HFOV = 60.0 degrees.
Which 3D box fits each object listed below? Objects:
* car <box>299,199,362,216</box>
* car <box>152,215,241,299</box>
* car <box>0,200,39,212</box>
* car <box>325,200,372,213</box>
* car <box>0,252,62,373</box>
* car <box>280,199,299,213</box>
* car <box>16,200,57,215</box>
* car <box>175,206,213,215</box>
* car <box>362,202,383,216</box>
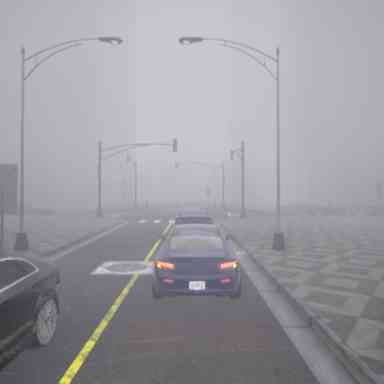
[{"bbox_3d":[12.311,1.529,29.791,4.403,1.369,2.008,0,-1,0],"label":"car"},{"bbox_3d":[0.097,1.524,8.321,1.812,1.442,4.674,0,0,0],"label":"car"},{"bbox_3d":[-20.184,1.561,38.185,4.403,1.369,2.008,0,-1,0],"label":"car"},{"bbox_3d":[17.977,1.675,38.338,4.403,1.369,2.008,0,-1,0],"label":"car"},{"bbox_3d":[-3.001,1.490,3.452,2.128,1.511,4.902,0,0,0],"label":"car"},{"bbox_3d":[12.307,1.544,38.317,4.097,1.590,1.967,0,-1,0],"label":"car"},{"bbox_3d":[-14.609,1.423,29.684,4.829,1.417,1.752,0,-1,0],"label":"car"},{"bbox_3d":[0.088,1.474,17.659,1.882,1.535,5.008,0,0,0],"label":"car"},{"bbox_3d":[17.982,1.565,29.814,4.313,1.339,1.947,0,-1,0],"label":"car"}]
